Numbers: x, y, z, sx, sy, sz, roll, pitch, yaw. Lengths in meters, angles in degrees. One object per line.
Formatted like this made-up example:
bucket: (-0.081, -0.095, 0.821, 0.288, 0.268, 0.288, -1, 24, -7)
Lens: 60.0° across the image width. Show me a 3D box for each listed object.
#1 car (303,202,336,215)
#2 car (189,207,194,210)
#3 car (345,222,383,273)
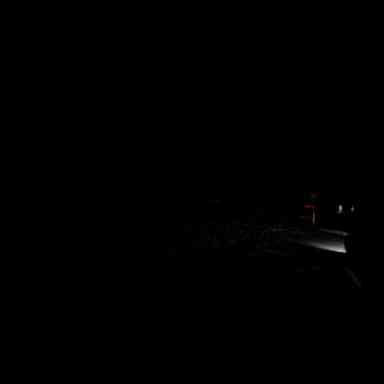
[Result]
car: (15.688, 1.969, 40.718, 4.902, 1.511, 2.128, 1, -1, -35)
car: (-0.475, 4.047, 76.375, 1.994, 1.385, 4.181, 0, -5, 0)
car: (6.408, 1.663, 10.783, 1.994, 1.385, 4.181, 0, -1, 12)
